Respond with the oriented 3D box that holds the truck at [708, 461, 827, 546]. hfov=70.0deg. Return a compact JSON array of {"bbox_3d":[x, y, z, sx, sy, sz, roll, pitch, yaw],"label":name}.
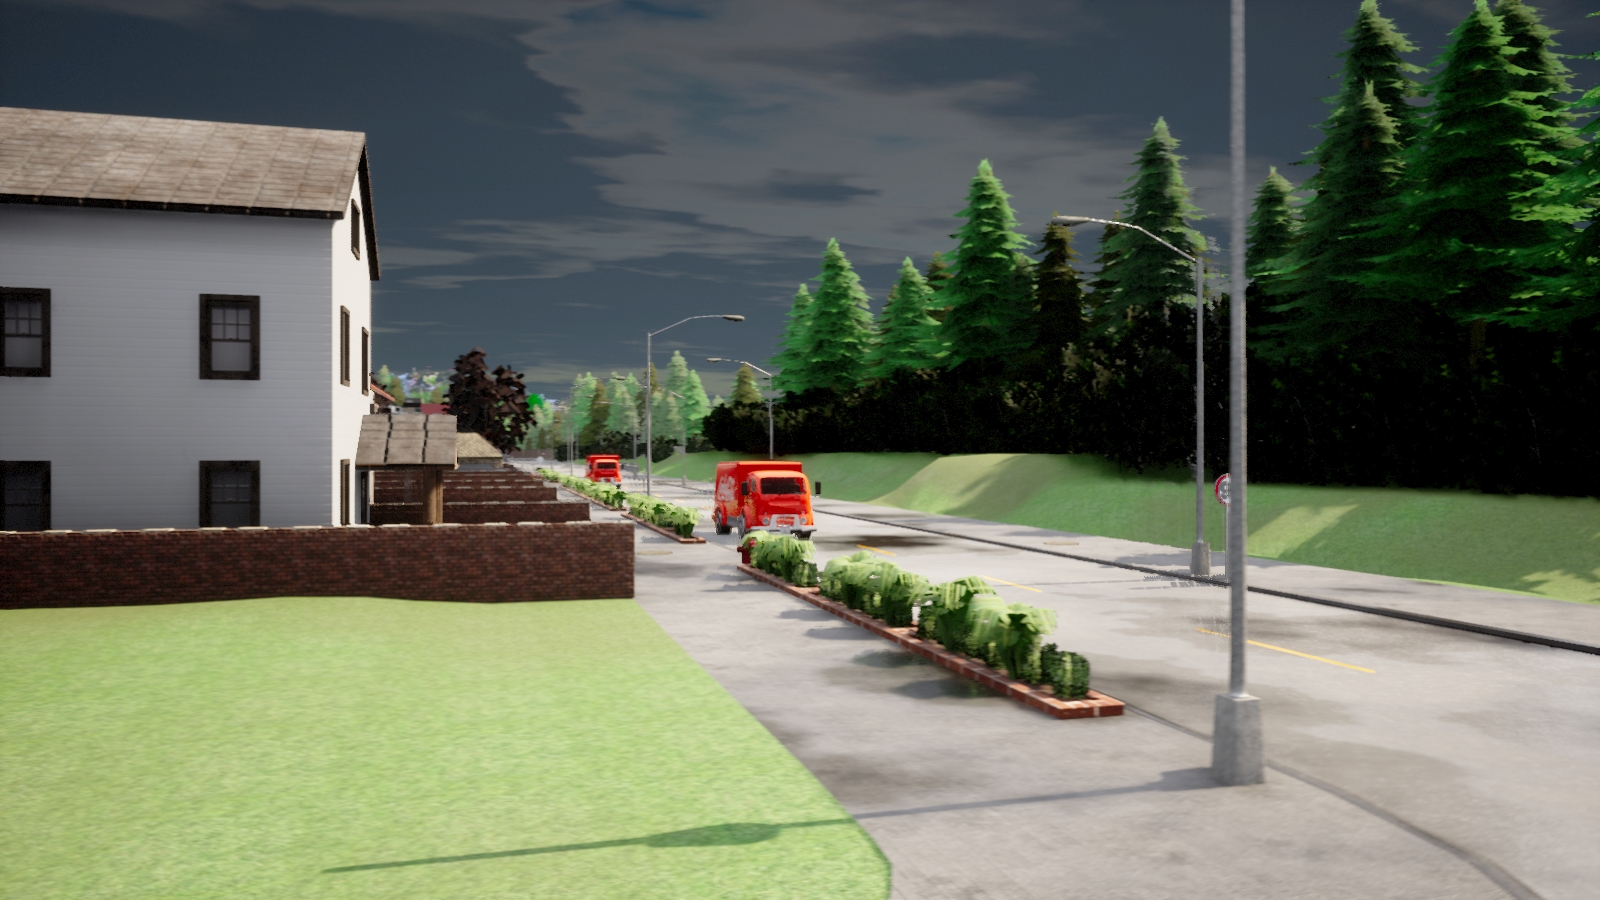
[{"bbox_3d":[-1.149,1.595,36.562,2.627,2.467,5.204,0,0,-16],"label":"truck"}]
